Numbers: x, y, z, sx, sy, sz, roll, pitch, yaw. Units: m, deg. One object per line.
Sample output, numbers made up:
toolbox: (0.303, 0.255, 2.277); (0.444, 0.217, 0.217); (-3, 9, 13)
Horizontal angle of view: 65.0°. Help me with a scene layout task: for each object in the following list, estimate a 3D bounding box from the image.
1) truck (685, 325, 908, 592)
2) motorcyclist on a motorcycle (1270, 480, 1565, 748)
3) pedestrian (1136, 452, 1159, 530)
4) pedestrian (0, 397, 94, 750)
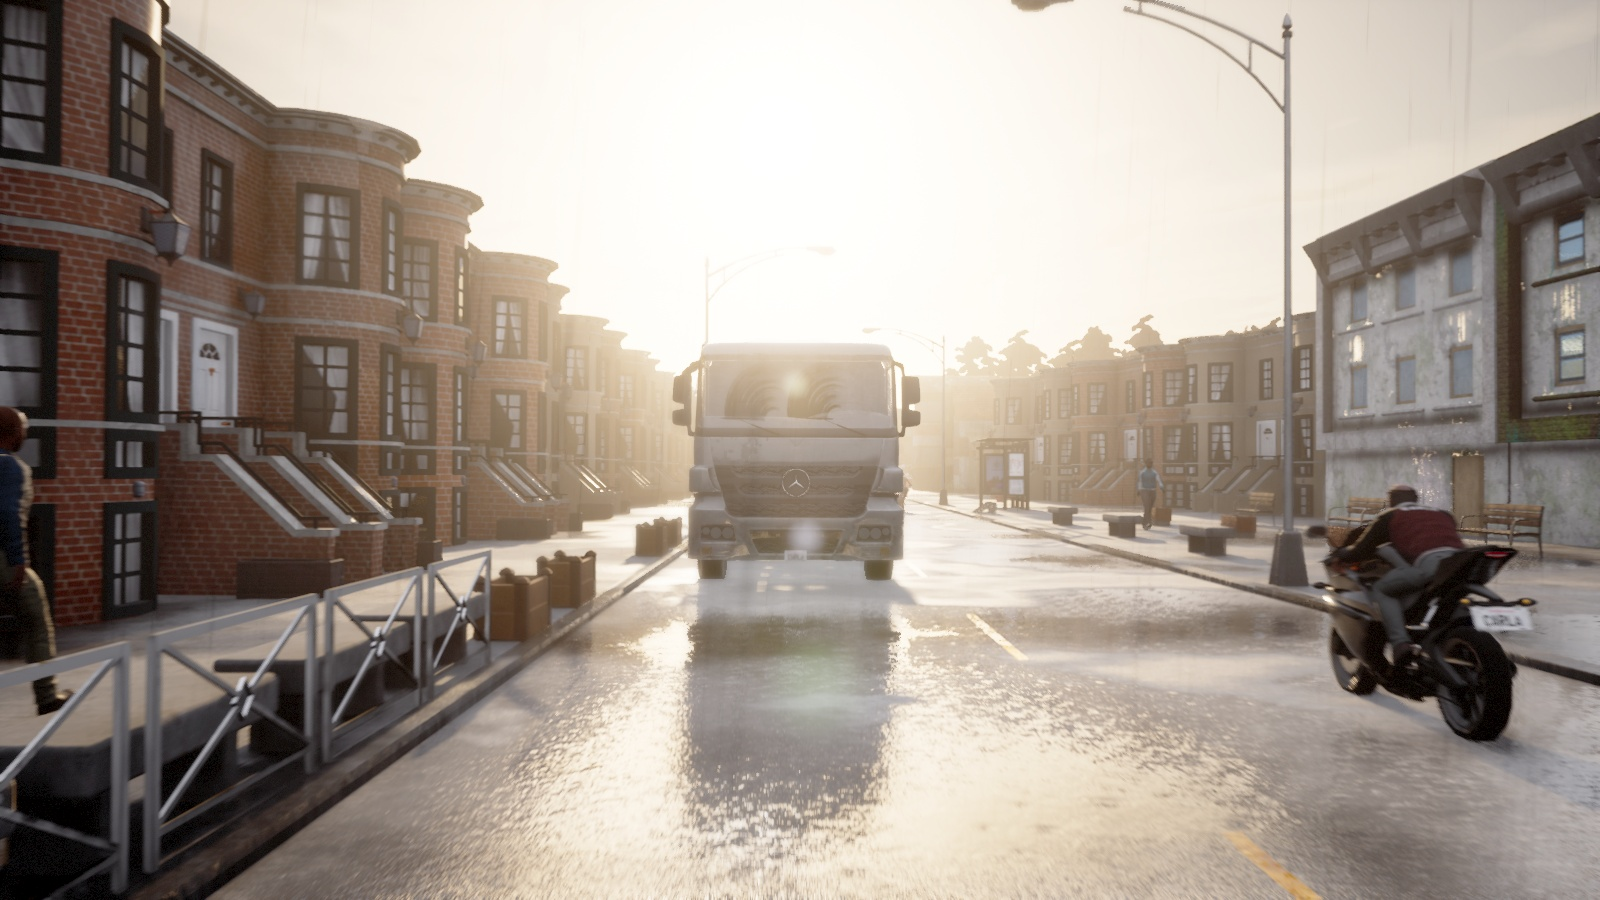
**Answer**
truck: (-0.056, 0.174, 20.349); (2.891, 3.462, 7.936); (0, -1, 0)
motorcyclist on a motorcycle: (3.978, 0.974, 8.353); (0.866, 1.530, 2.191); (0, -1, 0)
pedestrian: (8.705, 1.016, 31.440); (0.396, 1.930, 0.692); (0, -1, 3)
pedestrian: (-4.299, 0.649, 6.878); (0.370, 1.835, 0.726); (0, -1, 9)
